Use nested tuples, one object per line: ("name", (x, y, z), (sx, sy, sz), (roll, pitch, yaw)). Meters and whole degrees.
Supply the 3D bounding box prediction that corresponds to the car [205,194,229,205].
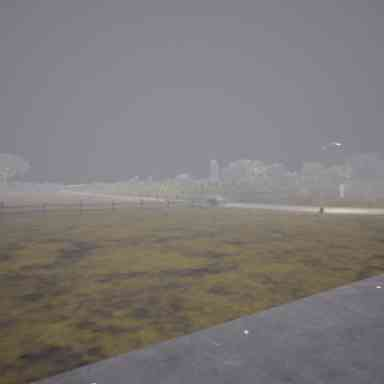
("car", (4.207, 1.223, 56.165), (2.097, 1.767, 4.553), (-2, 2, -35))
